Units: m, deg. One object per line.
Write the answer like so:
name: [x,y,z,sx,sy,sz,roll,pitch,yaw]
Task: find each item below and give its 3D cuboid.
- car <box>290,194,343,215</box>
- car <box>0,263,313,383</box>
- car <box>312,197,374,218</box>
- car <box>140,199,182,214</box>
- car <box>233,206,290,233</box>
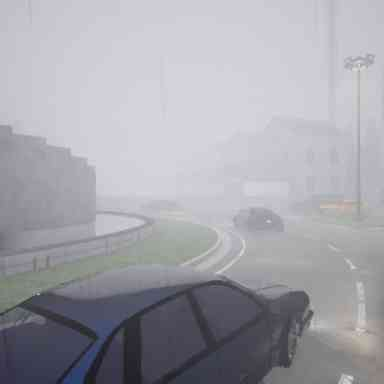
car: [12.733,1.222,33.611,5.566,2.045,2.150,0,0,-8]
car: [-0.405,1.547,3.537,2.033,1.411,5.357,0,0,37]
car: [13.974,1.476,30.287,5.008,1.535,1.882,0,0,-9]
car: [-3.453,1.504,36.053,4.892,1.490,1.837,0,-1,31]
car: [3.818,1.563,19.791,1.994,1.385,4.181,0,0,-8]
